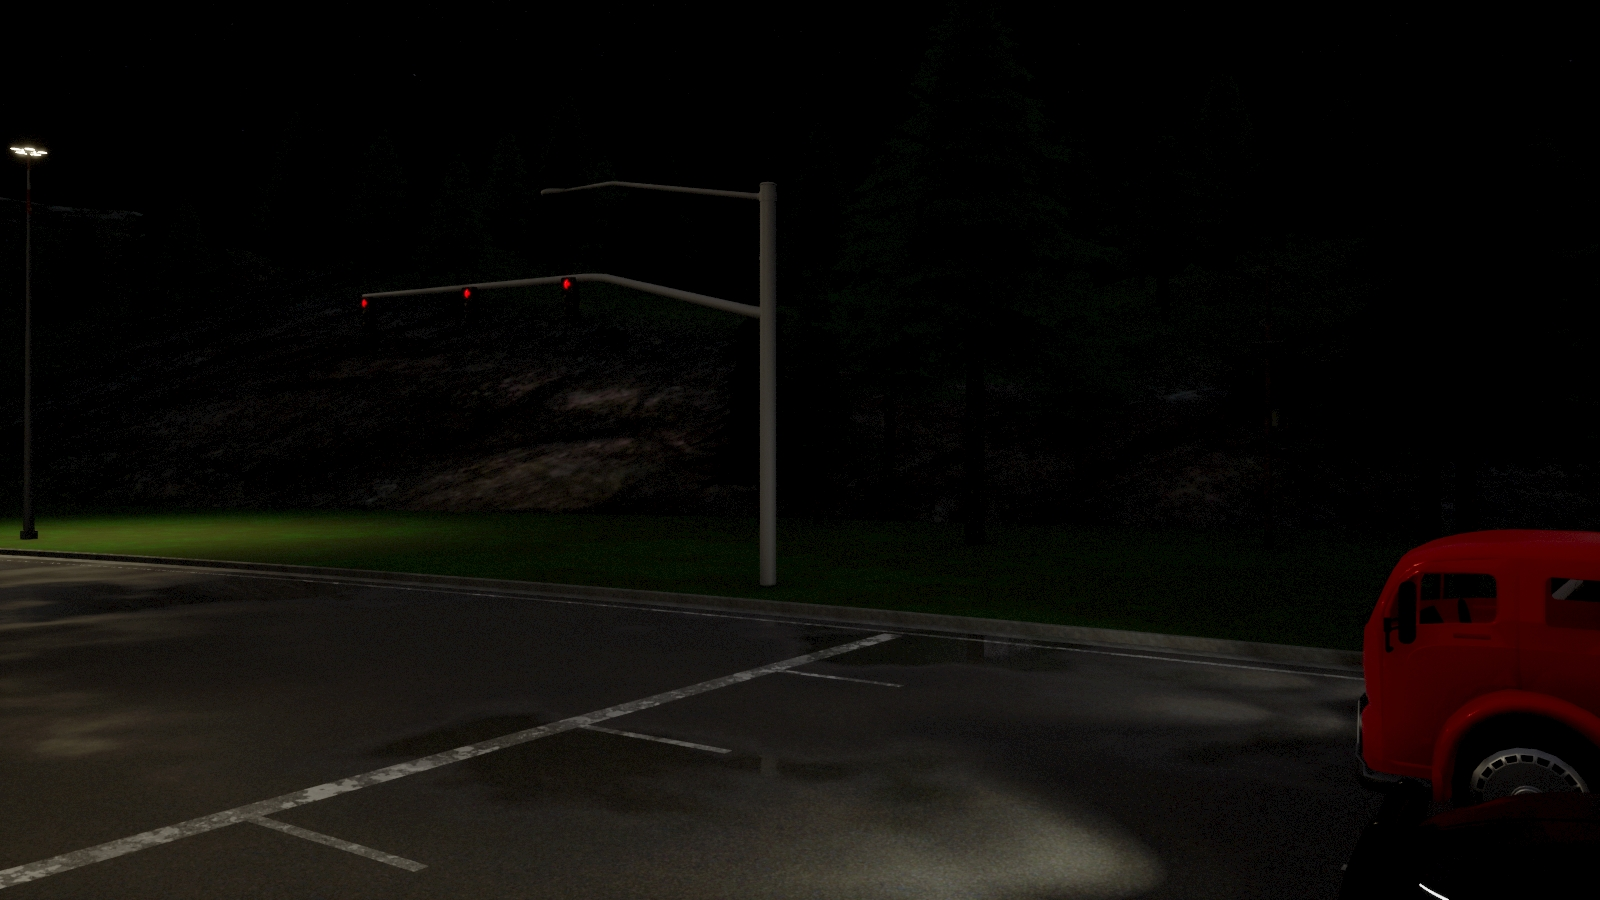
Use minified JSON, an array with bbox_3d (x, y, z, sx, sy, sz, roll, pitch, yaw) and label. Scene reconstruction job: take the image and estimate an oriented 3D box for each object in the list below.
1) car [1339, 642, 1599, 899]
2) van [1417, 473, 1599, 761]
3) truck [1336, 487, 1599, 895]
[{"bbox_3d":[5.200,1.982,4.552,5.238,1.638,2.097,0,0,35],"label":"car"},{"bbox_3d":[9.028,1.534,10.264,5.915,2.561,1.988,0,0,36],"label":"van"},{"bbox_3d":[6.669,1.568,7.668,5.204,2.467,2.627,0,0,34],"label":"truck"}]
